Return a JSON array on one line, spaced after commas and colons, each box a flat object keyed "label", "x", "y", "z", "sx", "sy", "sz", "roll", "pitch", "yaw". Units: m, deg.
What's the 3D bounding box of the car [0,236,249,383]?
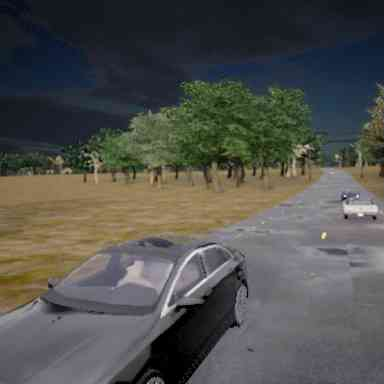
[{"label": "car", "x": -0.582, "y": 1.445, "z": 4.446, "sx": 2.128, "sy": 1.511, "sz": 4.902, "roll": 0, "pitch": 1, "yaw": 24}]

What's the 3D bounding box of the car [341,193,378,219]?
[{"label": "car", "x": 11.169, "y": 1.000, "z": 22.268, "sx": 1.895, "sy": 1.301, "sz": 4.718, "roll": 0, "pitch": 2, "yaw": 24}]

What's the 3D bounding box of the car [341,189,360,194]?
[{"label": "car", "x": 17.378, "y": 0.349, "z": 36.375, "sx": 1.895, "sy": 1.301, "sz": 4.718, "roll": 0, "pitch": 3, "yaw": 24}]
